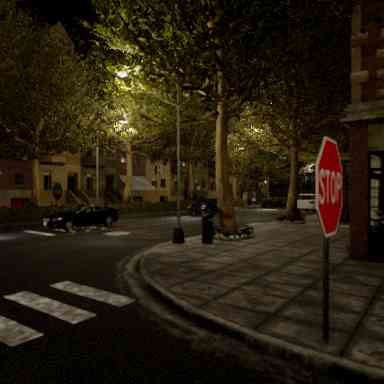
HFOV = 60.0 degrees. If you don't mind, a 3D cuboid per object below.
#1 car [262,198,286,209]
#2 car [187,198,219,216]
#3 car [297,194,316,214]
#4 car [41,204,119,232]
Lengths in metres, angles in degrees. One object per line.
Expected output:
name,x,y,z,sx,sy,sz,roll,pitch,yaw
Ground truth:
car,10.968,1.558,44.571,1.994,1.385,4.181,0,0,36
car,1.502,1.347,31.690,2.097,1.767,4.553,0,0,36
car,12.748,1.225,35.778,2.435,2.045,5.566,0,0,36
car,-6.714,1.486,20.426,2.128,1.511,4.902,0,0,36
